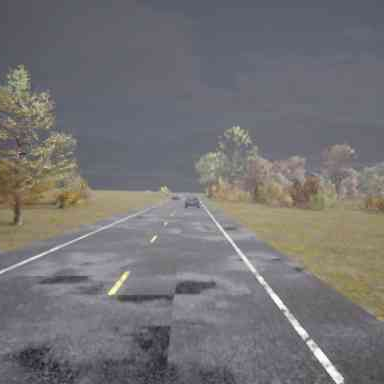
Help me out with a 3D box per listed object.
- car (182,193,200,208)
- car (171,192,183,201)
[{"bbox_3d":[0.039,1.298,43.623,2.128,1.511,4.902,0,0,0],"label":"car"},{"bbox_3d":[-3.604,1.223,73.032,2.033,1.411,5.357,0,0,0],"label":"car"}]
